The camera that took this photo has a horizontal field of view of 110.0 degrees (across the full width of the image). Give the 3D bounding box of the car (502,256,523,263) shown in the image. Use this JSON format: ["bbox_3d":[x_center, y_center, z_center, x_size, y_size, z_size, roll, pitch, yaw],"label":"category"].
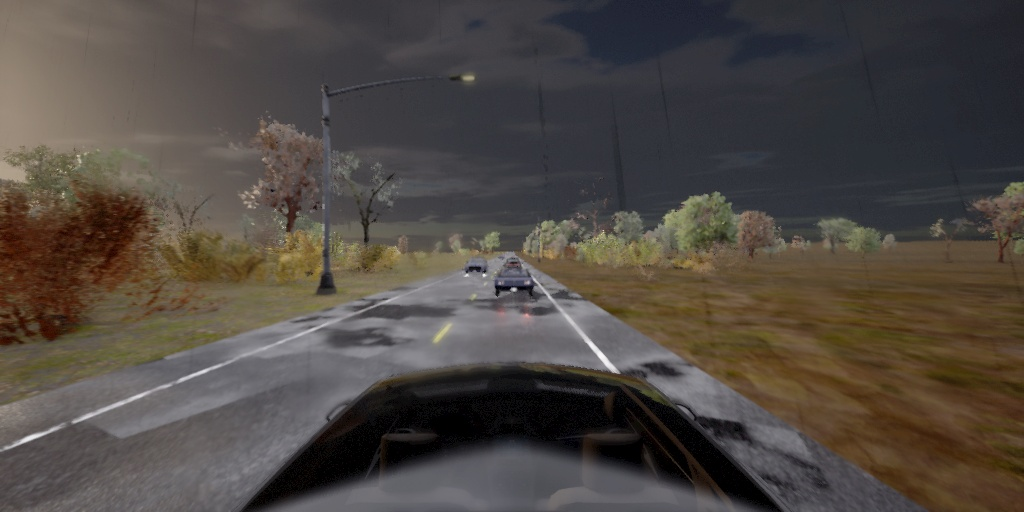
[{"bbox_3d":[0.106,0.996,38.863,1.837,1.490,4.892,0,0,0],"label":"car"}]

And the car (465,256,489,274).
[{"bbox_3d":[-3.572,0.860,36.764,2.097,1.767,4.553,0,0,0],"label":"car"}]

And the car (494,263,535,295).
[{"bbox_3d":[0.102,1.236,18.587,1.895,1.301,4.718,0,0,0],"label":"car"}]
